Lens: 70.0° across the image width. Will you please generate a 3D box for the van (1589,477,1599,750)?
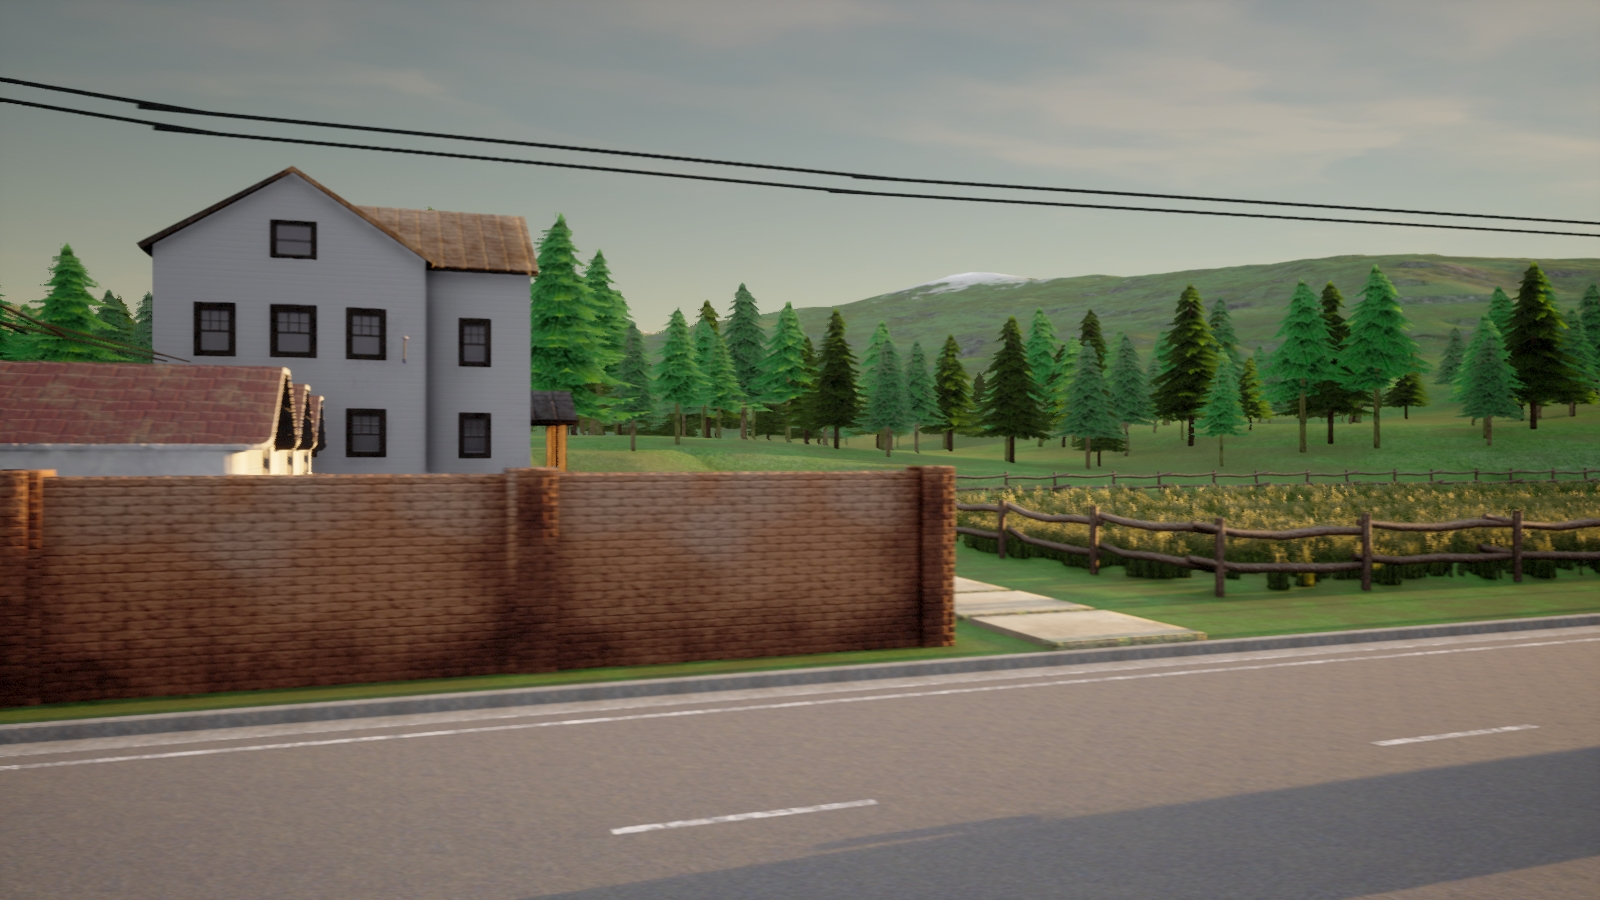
[{"bbox_3d":[10.579,1.533,10.880,5.915,2.561,1.988,0,0,-20],"label":"van"}]
